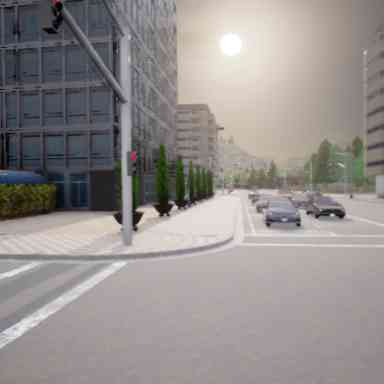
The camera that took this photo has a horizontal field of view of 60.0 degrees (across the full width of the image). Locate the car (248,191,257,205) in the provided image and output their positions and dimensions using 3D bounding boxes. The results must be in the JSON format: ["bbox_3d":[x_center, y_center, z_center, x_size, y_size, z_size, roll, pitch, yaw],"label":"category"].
[{"bbox_3d":[7.891,0.840,39.174,1.895,1.301,4.718,-1,1,8],"label":"car"}]

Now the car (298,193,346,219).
[{"bbox_3d":[9.238,1.031,23.617,2.033,1.411,5.357,-1,1,8],"label":"car"}]

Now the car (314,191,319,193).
[{"bbox_3d":[15.817,0.552,44.072,2.128,1.511,4.902,-1,1,8],"label":"car"}]

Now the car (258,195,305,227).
[{"bbox_3d":[5.118,1.128,19.527,1.812,1.442,4.674,-1,1,8],"label":"car"}]

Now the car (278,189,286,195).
[{"bbox_3d":[11.945,0.482,42.779,2.097,1.767,4.553,-1,1,8],"label":"car"}]

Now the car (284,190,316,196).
[{"bbox_3d":[10.556,0.837,32.925,1.812,1.442,4.674,-1,1,8],"label":"car"}]

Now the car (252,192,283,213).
[{"bbox_3d":[6.386,0.962,28.541,1.812,1.442,4.674,-1,1,8],"label":"car"}]
